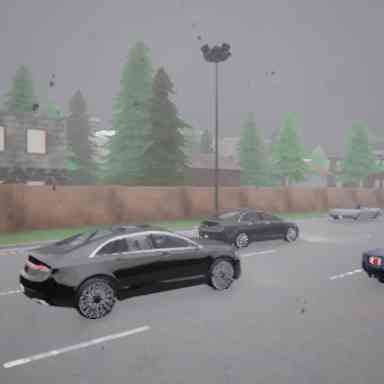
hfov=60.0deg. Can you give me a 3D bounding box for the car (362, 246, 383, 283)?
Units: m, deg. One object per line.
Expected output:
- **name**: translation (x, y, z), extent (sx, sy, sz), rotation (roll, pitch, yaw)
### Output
- **car**: translation (6.280, 1.573, 8.229), extent (4.718, 1.301, 1.895), rotation (0, 0, -35)

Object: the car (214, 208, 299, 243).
- **car**: translation (2.565, 1.476, 14.285), extent (4.892, 1.490, 1.837), rotation (0, 0, -34)

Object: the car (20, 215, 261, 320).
- **car**: translation (-1.034, 1.483, 7.329), extent (4.902, 1.511, 2.128), rotation (0, 0, -35)

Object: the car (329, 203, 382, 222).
- **car**: translation (12.687, 1.529, 25.667), extent (4.718, 1.301, 1.895), rotation (0, 0, -36)
